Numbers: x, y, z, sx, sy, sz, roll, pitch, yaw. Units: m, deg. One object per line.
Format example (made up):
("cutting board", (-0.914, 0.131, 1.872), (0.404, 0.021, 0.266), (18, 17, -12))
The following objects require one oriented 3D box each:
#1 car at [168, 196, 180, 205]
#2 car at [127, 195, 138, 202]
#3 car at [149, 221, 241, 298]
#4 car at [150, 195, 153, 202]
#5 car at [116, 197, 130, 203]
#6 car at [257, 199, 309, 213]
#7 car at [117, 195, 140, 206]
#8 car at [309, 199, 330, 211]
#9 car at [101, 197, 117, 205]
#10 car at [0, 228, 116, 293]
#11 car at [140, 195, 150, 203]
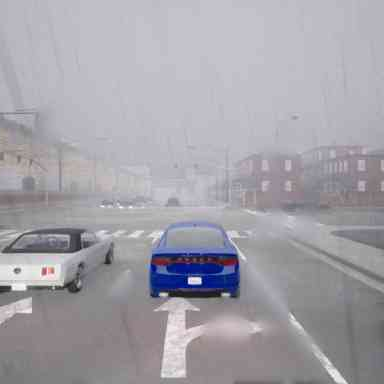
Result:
("car", (-3.336, 1.504, 59.878), (1.837, 1.490, 4.892), (0, 0, 0))
("car", (-13.916, 1.523, 77.913), (1.812, 1.442, 4.674), (0, 0, 0))
("car", (0.075, 1.478, 8.571), (1.882, 1.535, 5.008), (0, 0, 1))
("car", (-10.415, 1.477, 79.071), (1.882, 1.535, 5.008), (0, 0, 0))
("car", (-13.932, 1.601, 67.542), (1.895, 1.301, 4.718), (0, 0, 0))
("car", (9.599, 1.477, 35.967), (5.008, 1.535, 1.882), (0, 0, -1))
("car", (-10.520, 1.352, 55.033), (2.097, 1.767, 4.553), (0, 0, 0))
("car", (13.499, 1.547, 39.591), (5.357, 1.411, 2.033), (0, 0, 1))
("car", (-14.012, 1.564, 56.543), (1.994, 1.385, 4.181), (0, 0, 0))
("car", (-3.420, 1.601, 8.838), (1.895, 1.301, 4.718), (0, 0, 0))
("car", (-10.434, 1.506, 67.935), (1.837, 1.490, 4.892), (0, 0, 0))
